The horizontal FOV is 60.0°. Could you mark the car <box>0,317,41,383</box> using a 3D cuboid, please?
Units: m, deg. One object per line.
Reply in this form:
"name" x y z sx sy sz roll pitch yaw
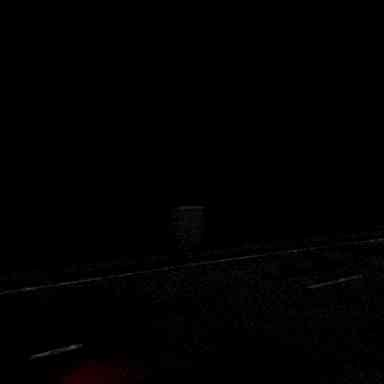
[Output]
"car" -3.521 1.543 1.413 5.357 1.411 2.033 0 0 -36
